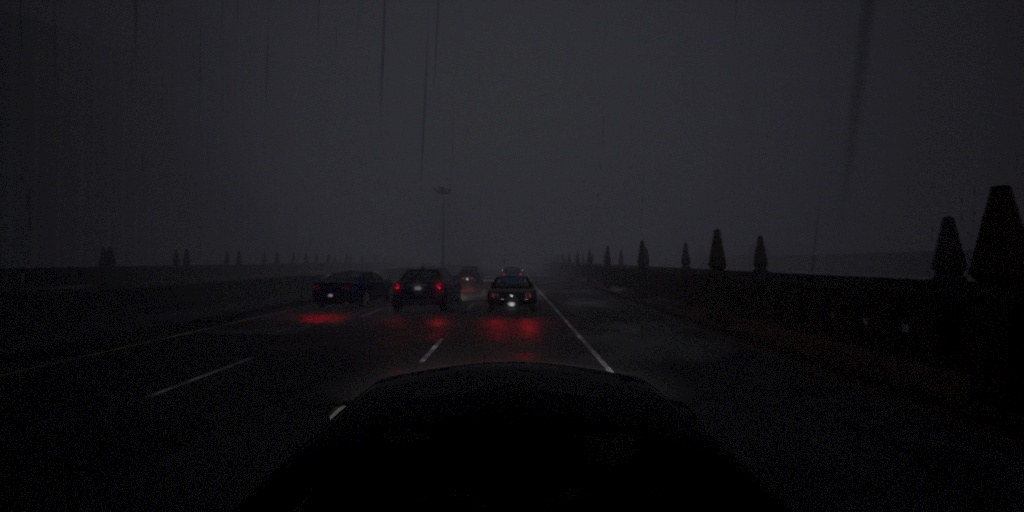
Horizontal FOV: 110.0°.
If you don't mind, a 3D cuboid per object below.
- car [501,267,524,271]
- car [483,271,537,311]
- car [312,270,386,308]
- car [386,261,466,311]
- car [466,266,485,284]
[{"bbox_3d":[0.028,1.623,30.660,1.994,1.385,4.181,0,-1,1],"label":"car"},{"bbox_3d":[0.014,1.496,15.285,1.895,1.301,4.718,0,-1,0],"label":"car"},{"bbox_3d":[-6.975,1.383,16.289,1.882,1.535,5.008,0,0,1],"label":"car"},{"bbox_3d":[-3.481,1.248,15.463,2.097,1.767,4.553,0,-1,1],"label":"car"},{"bbox_3d":[-3.475,1.564,30.532,1.837,1.490,4.892,0,0,1],"label":"car"}]
